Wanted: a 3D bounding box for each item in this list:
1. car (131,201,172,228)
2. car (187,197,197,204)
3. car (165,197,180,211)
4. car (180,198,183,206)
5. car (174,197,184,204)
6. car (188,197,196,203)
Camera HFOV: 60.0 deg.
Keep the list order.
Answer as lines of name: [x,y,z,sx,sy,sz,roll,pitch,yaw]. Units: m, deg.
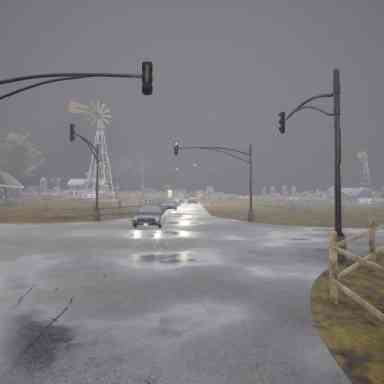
car: [-2.741,1.560,22.371,2.033,1.411,5.357,1,0,0]
car: [0.062,1.788,69.141,1.812,1.442,4.674,0,0,0]
car: [-2.874,1.669,41.805,1.994,1.385,4.181,0,0,0]
car: [-2.868,1.664,55.493,2.128,1.511,4.902,0,0,0]
car: [-2.783,1.817,70.449,1.895,1.301,4.718,0,0,0]
car: [-0.035,1.859,79.154,1.812,1.442,4.674,0,0,0]
